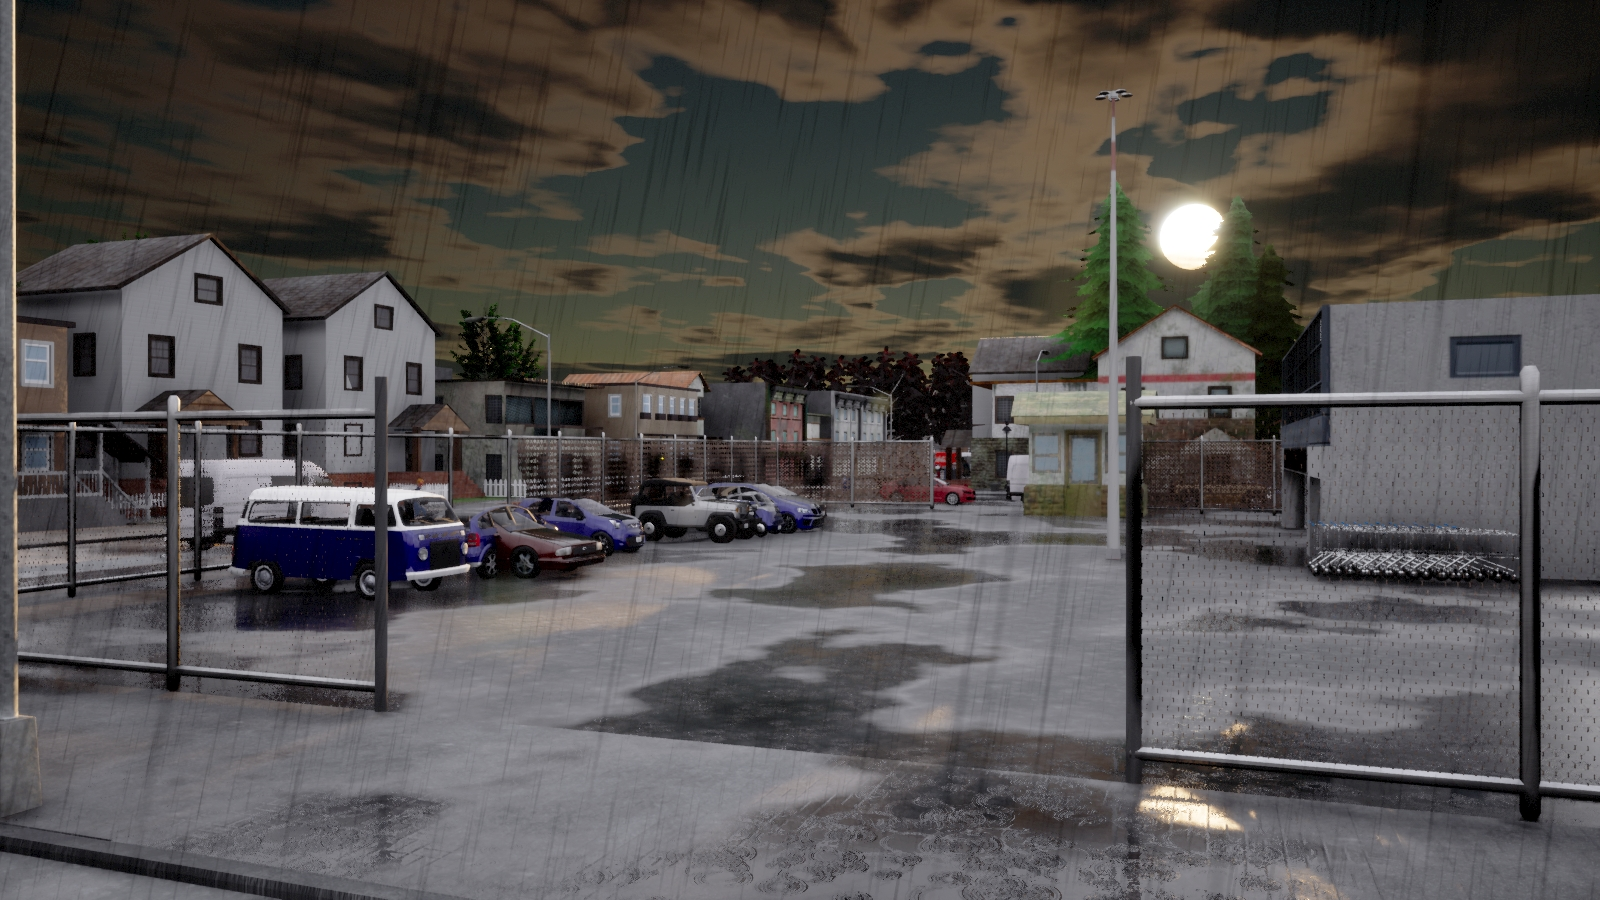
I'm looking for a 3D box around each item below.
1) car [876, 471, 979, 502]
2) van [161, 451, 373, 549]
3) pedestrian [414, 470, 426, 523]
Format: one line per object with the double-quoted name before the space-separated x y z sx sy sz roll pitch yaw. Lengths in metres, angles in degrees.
"car" 6.523 1.843 58.394 4.892 1.480 2.231 0 0 19
"van" -15.293 1.319 33.259 1.988 2.561 5.915 0 0 20
"pedestrian" -13.433 1.633 40.381 0.375 1.860 0.375 0 0 -26
